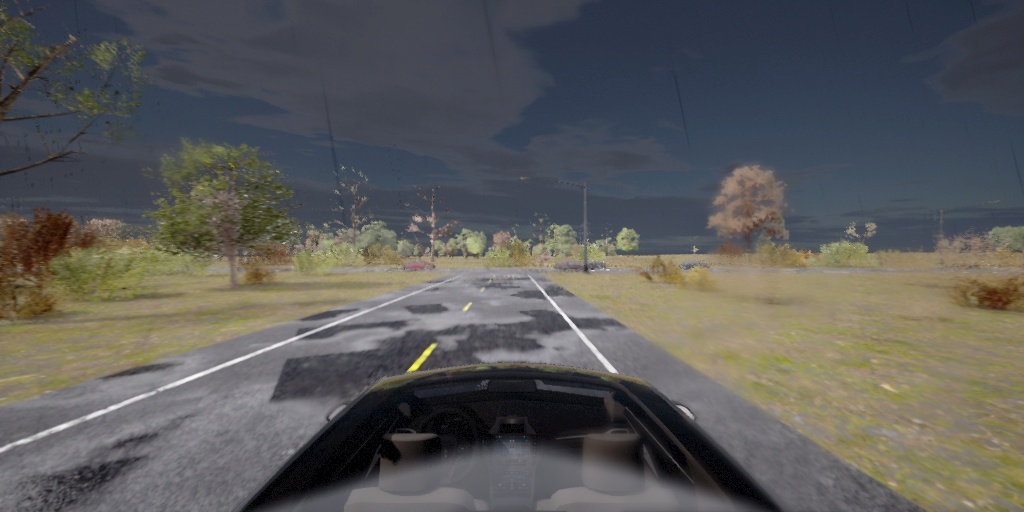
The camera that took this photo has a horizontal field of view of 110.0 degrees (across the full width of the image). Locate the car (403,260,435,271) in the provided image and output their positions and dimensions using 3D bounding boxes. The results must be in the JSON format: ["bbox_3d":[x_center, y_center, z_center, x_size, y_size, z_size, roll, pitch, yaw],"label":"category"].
[{"bbox_3d":[-12.397,1.284,48.122,4.181,1.385,1.994,0,0,-2],"label":"car"}]

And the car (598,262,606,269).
[{"bbox_3d":[11.830,1.361,55.764,5.357,1.411,2.033,0,0,-2],"label":"car"}]

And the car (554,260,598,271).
[{"bbox_3d":[8.399,1.348,48.646,5.357,1.411,2.033,0,0,-2],"label":"car"}]

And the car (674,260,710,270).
[{"bbox_3d":[27.994,1.405,56.241,5.357,1.411,2.033,0,0,-2],"label":"car"}]
